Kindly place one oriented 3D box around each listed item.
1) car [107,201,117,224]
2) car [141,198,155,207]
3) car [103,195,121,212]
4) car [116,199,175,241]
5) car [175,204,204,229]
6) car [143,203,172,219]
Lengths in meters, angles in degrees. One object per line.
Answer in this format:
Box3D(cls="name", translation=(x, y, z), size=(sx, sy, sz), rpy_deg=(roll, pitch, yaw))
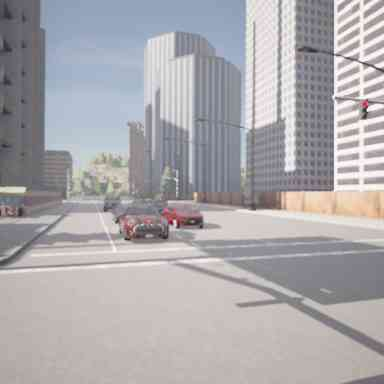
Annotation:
Box3D(cls="car", translation=(-5.344, 1.680, 26.477), size=(2.033, 1.411, 5.357), rpy_deg=(0, 0, -17))
Box3D(cls="car", translation=(-7.860, 1.839, 59.277), size=(1.812, 1.442, 4.674), rpy_deg=(0, 0, -17))
Box3D(cls="car", translation=(-9.878, 1.415, 41.518), size=(2.150, 2.045, 5.566), rpy_deg=(0, 1, -17))
Box3D(cls="car", translation=(-2.596, 1.443, 17.412), size=(2.097, 1.767, 4.553), rpy_deg=(0, 0, -17))
Box3D(cls="car", translation=(-0.669, 1.610, 23.115), size=(1.882, 1.535, 5.008), rpy_deg=(0, 0, -17))
Box3D(cls="car", translation=(-3.408, 1.774, 32.165), size=(1.895, 1.301, 4.718), rpy_deg=(0, 0, -17))
